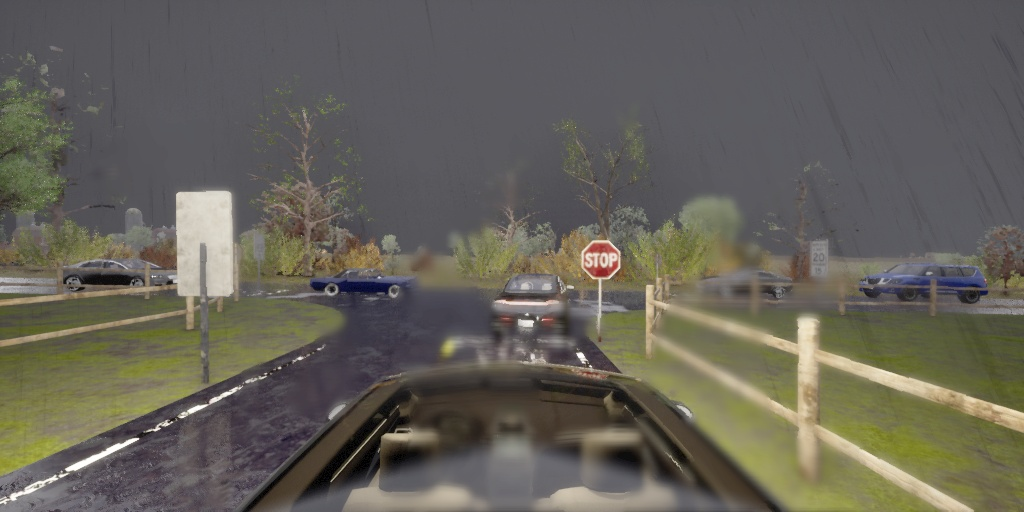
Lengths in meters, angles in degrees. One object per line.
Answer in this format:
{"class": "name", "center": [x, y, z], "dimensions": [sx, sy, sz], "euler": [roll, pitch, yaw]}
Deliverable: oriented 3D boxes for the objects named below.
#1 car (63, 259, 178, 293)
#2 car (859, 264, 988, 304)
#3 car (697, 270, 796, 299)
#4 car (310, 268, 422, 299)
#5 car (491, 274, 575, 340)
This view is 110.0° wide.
{"class": "car", "center": [-18.490, 0.885, 17.154], "dimensions": [4.902, 1.511, 2.128], "euler": [1, 1, 0]}
{"class": "car", "center": [22.899, 1.466, 20.054], "dimensions": [5.566, 2.045, 2.150], "euler": [1, 1, 0]}
{"class": "car", "center": [13.003, 1.525, 20.065], "dimensions": [4.902, 1.511, 2.128], "euler": [1, 1, 0]}
{"class": "car", "center": [-6.822, 1.248, 17.138], "dimensions": [4.718, 1.301, 1.895], "euler": [1, 1, 0]}
{"class": "car", "center": [0.706, 1.240, 10.107], "dimensions": [2.128, 1.511, 4.902], "euler": [0, 0, 9]}
